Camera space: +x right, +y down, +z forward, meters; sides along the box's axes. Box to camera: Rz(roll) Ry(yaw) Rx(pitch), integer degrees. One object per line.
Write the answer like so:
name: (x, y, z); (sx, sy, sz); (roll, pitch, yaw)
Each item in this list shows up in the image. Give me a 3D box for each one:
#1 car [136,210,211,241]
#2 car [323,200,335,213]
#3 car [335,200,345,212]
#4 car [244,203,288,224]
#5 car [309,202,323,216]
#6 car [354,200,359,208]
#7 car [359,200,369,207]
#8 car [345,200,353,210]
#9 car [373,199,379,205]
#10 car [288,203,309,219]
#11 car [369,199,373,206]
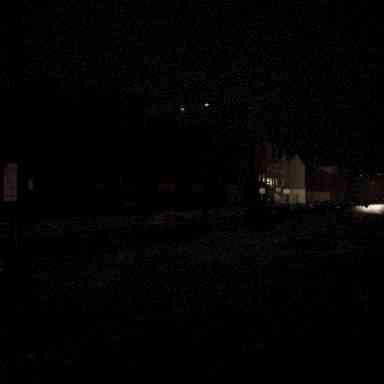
car: (-0.761, 1.586, 17.140); (1.752, 1.417, 4.829); (-1, -1, 35)
car: (15.386, 1.821, 39.963); (1.887, 1.381, 4.507); (-1, -1, 35)
car: (18.634, 1.771, 44.558); (1.967, 1.590, 4.097); (-1, -1, 35)
car: (5.639, 1.702, 26.186); (1.947, 1.339, 4.313); (-1, -1, 35)
car: (12.137, 1.808, 35.370); (1.802, 1.307, 4.206); (-1, -1, 35)
car: (25.133, 2.000, 53.741); (2.008, 1.369, 4.403); (-1, -1, 35)
car: (31.632, 2.134, 62.926); (2.008, 1.369, 4.403); (-1, -1, 35)
car: (21.884, 1.939, 49.148); (2.008, 1.369, 4.403); (-1, -1, 35)
car: (44.626, 2.447, 81.294); (2.008, 1.369, 4.403); (-2, -2, 35)
car: (8.888, 1.730, 30.778); (2.008, 1.369, 4.403); (-1, -1, 35)
car: (34.880, 2.199, 67.518); (1.887, 1.381, 4.507); (-1, -2, 35)
